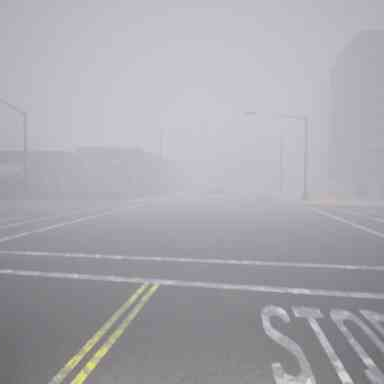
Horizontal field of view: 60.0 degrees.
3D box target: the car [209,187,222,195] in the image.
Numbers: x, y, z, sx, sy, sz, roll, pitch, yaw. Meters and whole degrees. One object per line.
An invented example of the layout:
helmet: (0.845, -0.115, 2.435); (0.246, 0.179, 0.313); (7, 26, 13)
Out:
car: (4.109, -0.199, 57.537); (1.994, 1.385, 4.181); (1, 3, 8)
